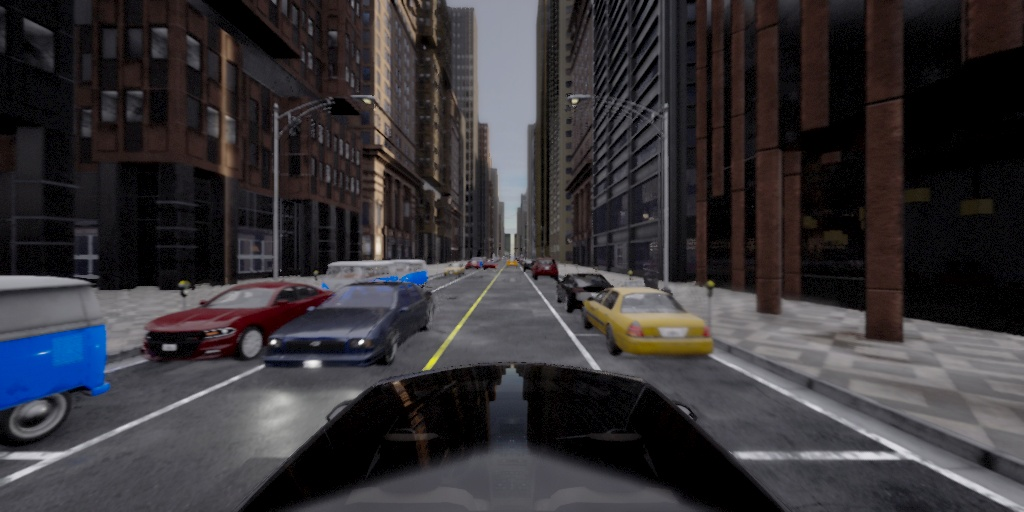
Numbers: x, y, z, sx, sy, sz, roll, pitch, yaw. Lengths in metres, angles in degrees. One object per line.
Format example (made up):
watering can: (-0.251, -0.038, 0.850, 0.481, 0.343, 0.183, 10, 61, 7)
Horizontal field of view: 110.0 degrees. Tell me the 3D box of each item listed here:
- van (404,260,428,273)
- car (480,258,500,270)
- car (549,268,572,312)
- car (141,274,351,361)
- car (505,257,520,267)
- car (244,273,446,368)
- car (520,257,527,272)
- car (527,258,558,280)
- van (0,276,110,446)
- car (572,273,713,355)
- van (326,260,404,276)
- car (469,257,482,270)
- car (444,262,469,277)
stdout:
van: (-5.760, 1.088, 19.517, 1.690, 1.789, 3.998, 0, 0, 0)
car: (-3.063, 1.357, 50.986, 1.895, 1.301, 4.718, 0, 0, 0)
car: (2.765, 1.314, 13.906, 1.948, 1.339, 4.313, 0, 0, 0)
car: (-5.761, 1.293, 8.279, 1.888, 1.381, 4.507, 0, 0, 0)
car: (0.007, 1.241, 65.113, 1.882, 1.535, 5.008, 0, 0, 0)
car: (-3.099, 1.296, 8.238, 2.033, 1.411, 5.357, 0, 0, 0)
car: (2.365, 1.232, 45.984, 1.882, 1.535, 5.008, 0, 0, 0)
car: (2.766, 1.064, 30.762, 2.192, 1.841, 5.009, 0, 0, 0)
van: (-5.762, 1.090, 2.661, 1.690, 1.789, 3.998, 0, 0, 0)
car: (2.764, 1.275, 8.457, 1.751, 1.417, 4.829, 0, 0, 0)
van: (-5.761, 1.088, 13.897, 1.690, 1.789, 3.998, 0, 0, 0)
car: (-5.757, 1.302, 53.226, 1.888, 1.381, 4.507, 0, 0, 0)
car: (-5.759, 1.275, 36.201, 1.751, 1.417, 4.829, 0, 0, 0)
